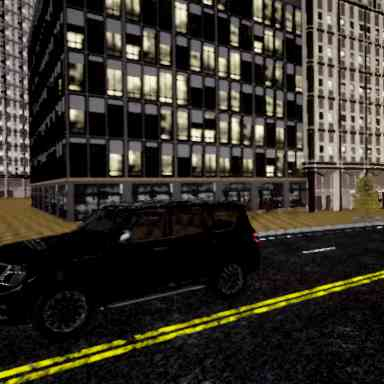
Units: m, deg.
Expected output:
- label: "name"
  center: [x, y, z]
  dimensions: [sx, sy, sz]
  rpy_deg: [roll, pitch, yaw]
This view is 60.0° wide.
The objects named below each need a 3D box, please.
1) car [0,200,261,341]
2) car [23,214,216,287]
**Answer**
- label: "car"
  center: [-1.047, 1.204, 6.842]
  dimensions: [5.566, 2.045, 2.150]
  rpy_deg: [0, 0, -34]
- label: "car"
  center: [-2.016, 1.521, 10.128]
  dimensions: [5.357, 1.411, 2.033]
  rpy_deg: [0, 0, -34]
